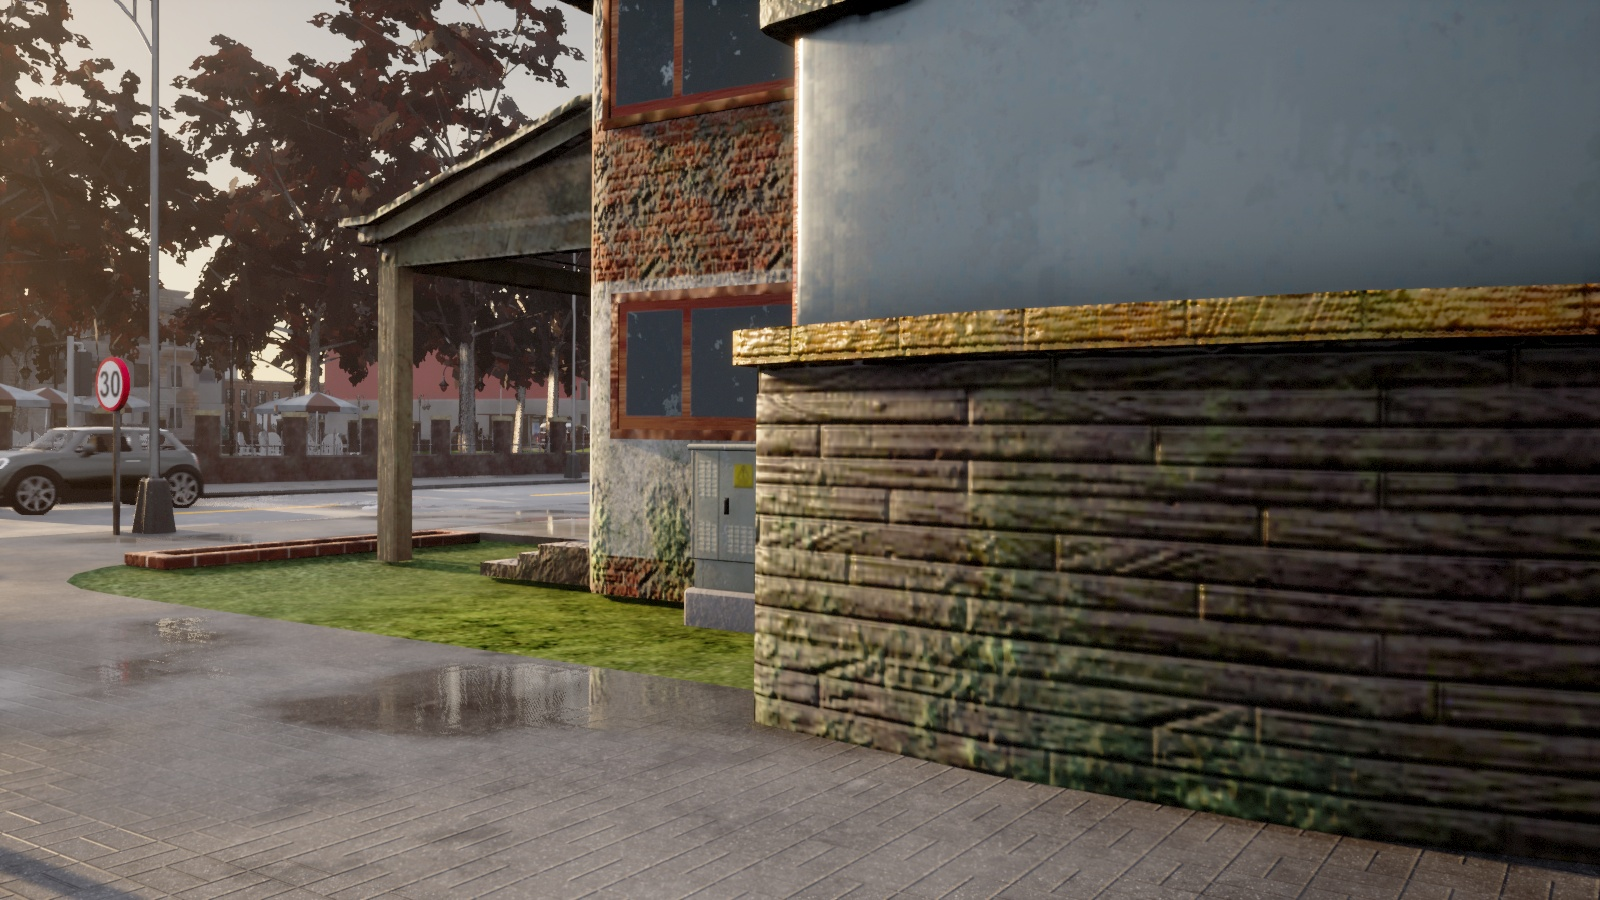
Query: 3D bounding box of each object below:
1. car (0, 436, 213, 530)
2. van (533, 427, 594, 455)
[{"bbox_3d":[-12.662,0.511,22.012,1.970,1.475,3.806,0,1,33],"label":"car"},{"bbox_3d":[-18.045,-0.693,96.037,2.069,2.038,4.480,0,1,34],"label":"van"}]
